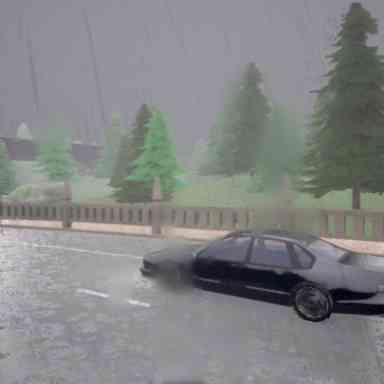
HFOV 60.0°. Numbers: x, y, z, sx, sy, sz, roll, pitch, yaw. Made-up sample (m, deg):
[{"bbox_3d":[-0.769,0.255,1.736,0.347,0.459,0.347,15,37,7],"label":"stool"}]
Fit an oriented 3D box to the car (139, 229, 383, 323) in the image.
[{"bbox_3d":[1.395,1.520,7.105,5.357,1.411,2.033,0,0,33],"label":"car"}]
